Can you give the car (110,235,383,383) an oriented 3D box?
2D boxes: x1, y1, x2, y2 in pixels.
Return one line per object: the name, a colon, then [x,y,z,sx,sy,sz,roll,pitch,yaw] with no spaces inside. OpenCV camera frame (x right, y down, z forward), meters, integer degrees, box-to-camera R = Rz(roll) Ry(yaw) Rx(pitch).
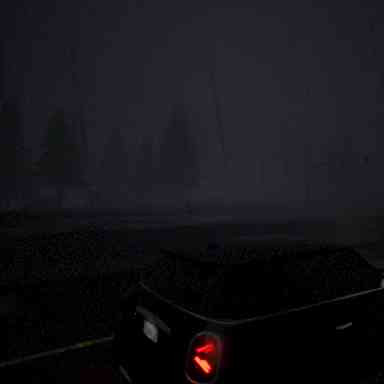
car: [1.380,1.363,4.355,4.553,1.767,2.097,0,0,-33]
